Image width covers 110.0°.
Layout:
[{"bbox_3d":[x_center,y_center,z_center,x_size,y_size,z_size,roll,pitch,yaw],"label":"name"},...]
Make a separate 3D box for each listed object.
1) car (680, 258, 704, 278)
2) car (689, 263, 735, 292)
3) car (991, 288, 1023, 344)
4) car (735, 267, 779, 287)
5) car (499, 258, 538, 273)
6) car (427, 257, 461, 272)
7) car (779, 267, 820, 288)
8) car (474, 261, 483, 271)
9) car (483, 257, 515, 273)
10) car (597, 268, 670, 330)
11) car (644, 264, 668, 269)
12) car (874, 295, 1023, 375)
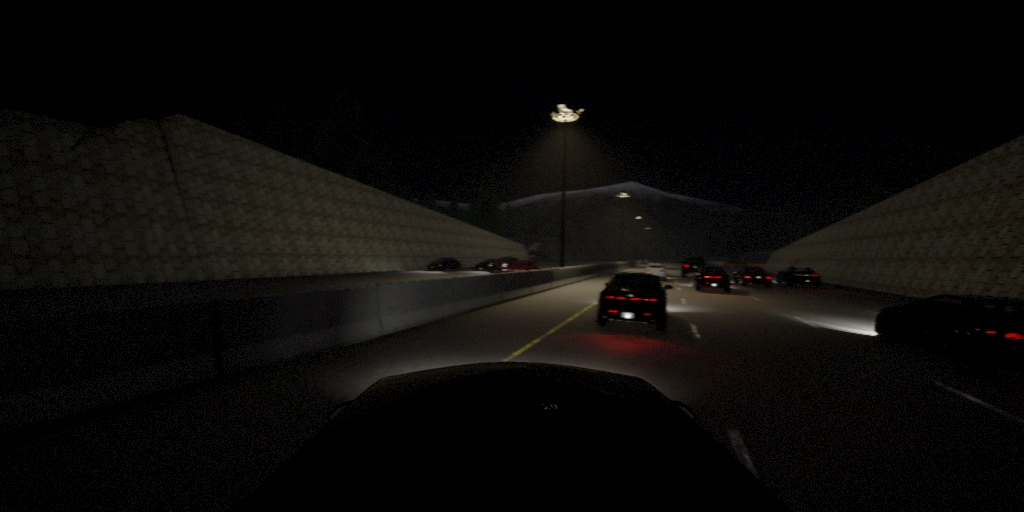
[{"bbox_3d":[19.127,1.221,37.845,2.150,2.045,5.566,2,0,24],"label":"car"},{"bbox_3d":[12.850,1.441,23.292,1.837,1.490,4.892,2,0,23],"label":"car"},{"bbox_3d":[13.872,1.615,7.987,1.994,1.385,4.181,2,0,23],"label":"car"},{"bbox_3d":[18.698,1.599,28.021,2.033,1.411,5.357,2,0,23],"label":"car"},{"bbox_3d":[0.939,1.123,31.481,1.812,1.442,4.674,2,0,23],"label":"car"},{"bbox_3d":[-7.259,0.879,38.973,1.812,1.442,4.674,2,0,23],"label":"car"},{"bbox_3d":[22.786,1.639,28.666,2.128,1.511,4.902,2,0,23],"label":"car"},{"bbox_3d":[-2.337,1.006,41.519,2.033,1.411,5.357,2,0,24],"label":"car"},{"bbox_3d":[-0.652,0.881,36.614,2.097,1.767,4.553,2,0,24],"label":"car"},{"bbox_3d":[3.964,1.294,11.512,1.837,1.490,4.892,2,0,23],"label":"car"},{"bbox_3d":[13.094,1.413,32.698,1.812,1.442,4.674,2,0,23],"label":"car"},{"bbox_3d":[9.911,1.521,7.636,1.994,1.385,4.181,2,0,23],"label":"car"}]
